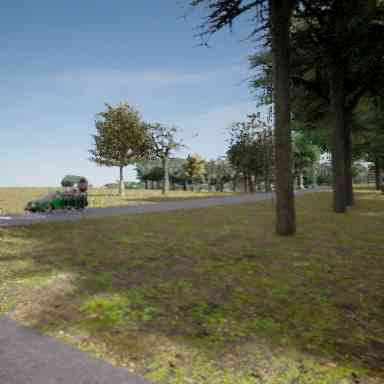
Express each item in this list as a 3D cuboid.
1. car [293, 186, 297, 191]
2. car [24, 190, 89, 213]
[{"bbox_3d":[24.284,-0.846,82.413,1.895,1.301,4.718,-2,1,35],"label":"car"},{"bbox_3d":[-11.898,0.870,29.624,2.150,2.045,5.566,-2,1,34],"label":"car"}]
